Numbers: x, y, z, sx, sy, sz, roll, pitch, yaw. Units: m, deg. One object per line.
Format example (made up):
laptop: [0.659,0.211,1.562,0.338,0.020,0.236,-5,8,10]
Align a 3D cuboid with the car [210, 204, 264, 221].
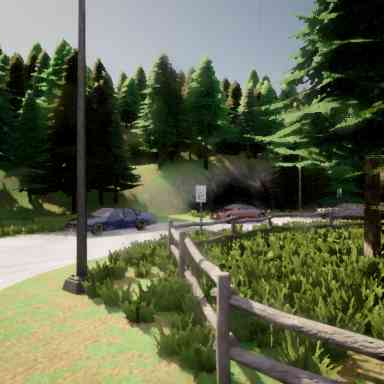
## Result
car: [3.474,1.591,25.180,4.181,1.385,1.994,0,0,-26]

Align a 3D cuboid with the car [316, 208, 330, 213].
car: [12.992,1.628,28.079,4.718,1.301,1.895,0,0,-6]

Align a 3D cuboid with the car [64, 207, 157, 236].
car: [-4.467,1.574,19.138,2.033,1.411,5.357,0,0,41]

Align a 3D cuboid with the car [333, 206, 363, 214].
car: [13.687,1.574,25.066,5.357,1.411,2.033,0,0,-5]
